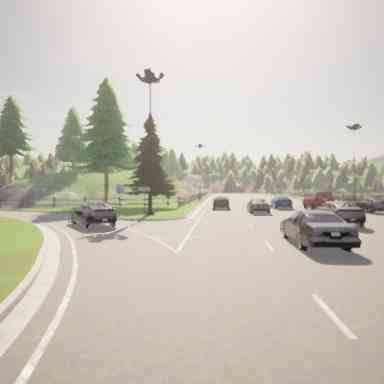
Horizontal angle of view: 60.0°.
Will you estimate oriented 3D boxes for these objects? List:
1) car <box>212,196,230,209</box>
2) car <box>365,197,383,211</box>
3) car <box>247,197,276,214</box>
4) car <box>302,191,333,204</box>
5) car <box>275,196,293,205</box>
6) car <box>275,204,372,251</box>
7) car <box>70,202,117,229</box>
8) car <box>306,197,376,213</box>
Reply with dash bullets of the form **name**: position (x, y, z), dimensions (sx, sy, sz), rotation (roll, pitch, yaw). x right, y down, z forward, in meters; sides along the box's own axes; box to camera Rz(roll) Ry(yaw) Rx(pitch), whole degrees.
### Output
- **car**: position (3.462, 1.200, 39.588), dimensions (1.882, 1.535, 5.008), rotation (0, 0, 4)
- **car**: position (16.846, 1.211, 31.150), dimensions (2.128, 1.511, 4.902), rotation (0, 0, 4)
- **car**: position (6.405, 1.305, 32.305), dimensions (2.033, 1.411, 5.357), rotation (0, 0, 4)
- **car**: position (13.742, 0.919, 36.361), dimensions (2.150, 2.045, 5.566), rotation (0, 0, 4)
- **car**: position (10.441, 1.173, 39.048), dimensions (1.882, 1.535, 5.008), rotation (0, 0, 4)
- **car**: position (4.936, 1.436, 13.477), dimensions (2.033, 1.411, 5.357), rotation (0, 0, 4)
- **car**: position (-6.295, 1.380, 21.019), dimensions (2.128, 1.511, 4.902), rotation (0, 0, -33)
- **car**: position (9.007, 1.314, 20.645), dimensions (2.128, 1.511, 4.902), rotation (0, 0, 4)
